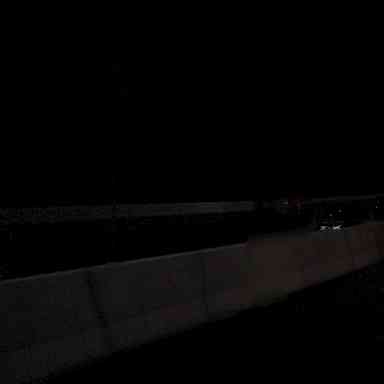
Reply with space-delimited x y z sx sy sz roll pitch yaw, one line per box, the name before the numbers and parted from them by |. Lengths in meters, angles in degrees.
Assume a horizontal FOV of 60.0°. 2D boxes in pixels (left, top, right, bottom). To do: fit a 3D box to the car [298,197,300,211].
car | 12.689 1.383 38.995 2.097 1.767 4.553 0 0 42
